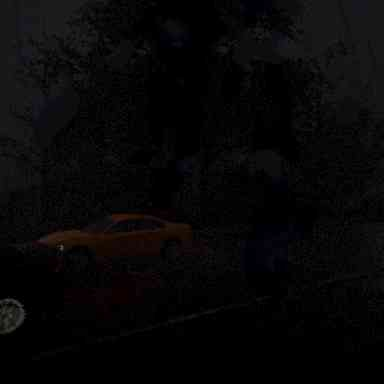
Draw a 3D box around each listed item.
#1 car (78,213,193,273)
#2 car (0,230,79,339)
[{"bbox_3d":[-2.322,1.474,10.864,5.008,1.535,1.882,0,0,-35],"label":"car"},{"bbox_3d":[-4.560,1.473,5.007,5.008,1.535,1.882,0,0,-35],"label":"car"}]
